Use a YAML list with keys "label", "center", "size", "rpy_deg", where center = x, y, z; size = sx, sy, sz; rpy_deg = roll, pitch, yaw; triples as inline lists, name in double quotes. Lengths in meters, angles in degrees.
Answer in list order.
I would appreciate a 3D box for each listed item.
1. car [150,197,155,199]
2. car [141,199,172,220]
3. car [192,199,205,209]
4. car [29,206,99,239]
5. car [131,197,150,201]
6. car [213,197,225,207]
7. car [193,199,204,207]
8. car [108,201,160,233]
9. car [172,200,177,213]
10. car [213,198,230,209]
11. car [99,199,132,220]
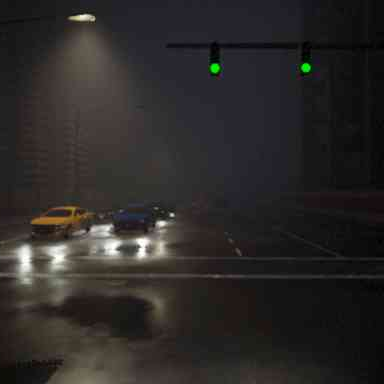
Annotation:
- label: "car"
  center: [-6.105, 1.548, 47.520]
  size: [2.097, 1.767, 4.553]
  rpy_deg: [0, 0, 1]
- label: "car"
  center: [-3.130, 1.628, 29.695]
  size: [1.837, 1.490, 4.892]
  rpy_deg: [0, 0, 2]
- label: "car"
  center: [0.915, 1.800, 48.232]
  size: [1.895, 1.301, 4.718]
  rpy_deg: [0, 0, 1]
- label: "car"
  center: [-6.936, 1.553, 18.111]
  size: [1.882, 1.535, 5.008]
  rpy_deg: [0, 0, 1]
- label: "car"
  center: [-6.375, 1.507, 37.433]
  size: [2.097, 1.767, 4.553]
  rpy_deg: [0, 0, 2]
- label: "car"
  center: [4.677, 1.718, 58.439]
  size: [1.882, 1.535, 5.008]
  rpy_deg: [0, 0, 1]
- label: "car"
  center: [1.179, 1.842, 58.558]
  size: [1.895, 1.301, 4.718]
  rpy_deg: [0, 0, 1]
- label: "car"
  center: [-3.377, 1.562, 20.470]
  size: [1.882, 1.535, 5.008]
  rpy_deg: [0, 0, 1]
- label: "car"
  center: [-2.789, 1.714, 40.288]
  size: [2.033, 1.411, 5.357]
  rpy_deg: [0, 0, 1]
- label: "car"
  center: [4.419, 1.677, 48.327]
  size: [1.882, 1.535, 5.008]
  rpy_deg: [0, 0, 1]
- label: "car"
  center: [-6.701, 1.605, 27.376]
  size: [2.128, 1.511, 4.902]
  rpy_deg: [0, 0, 2]
